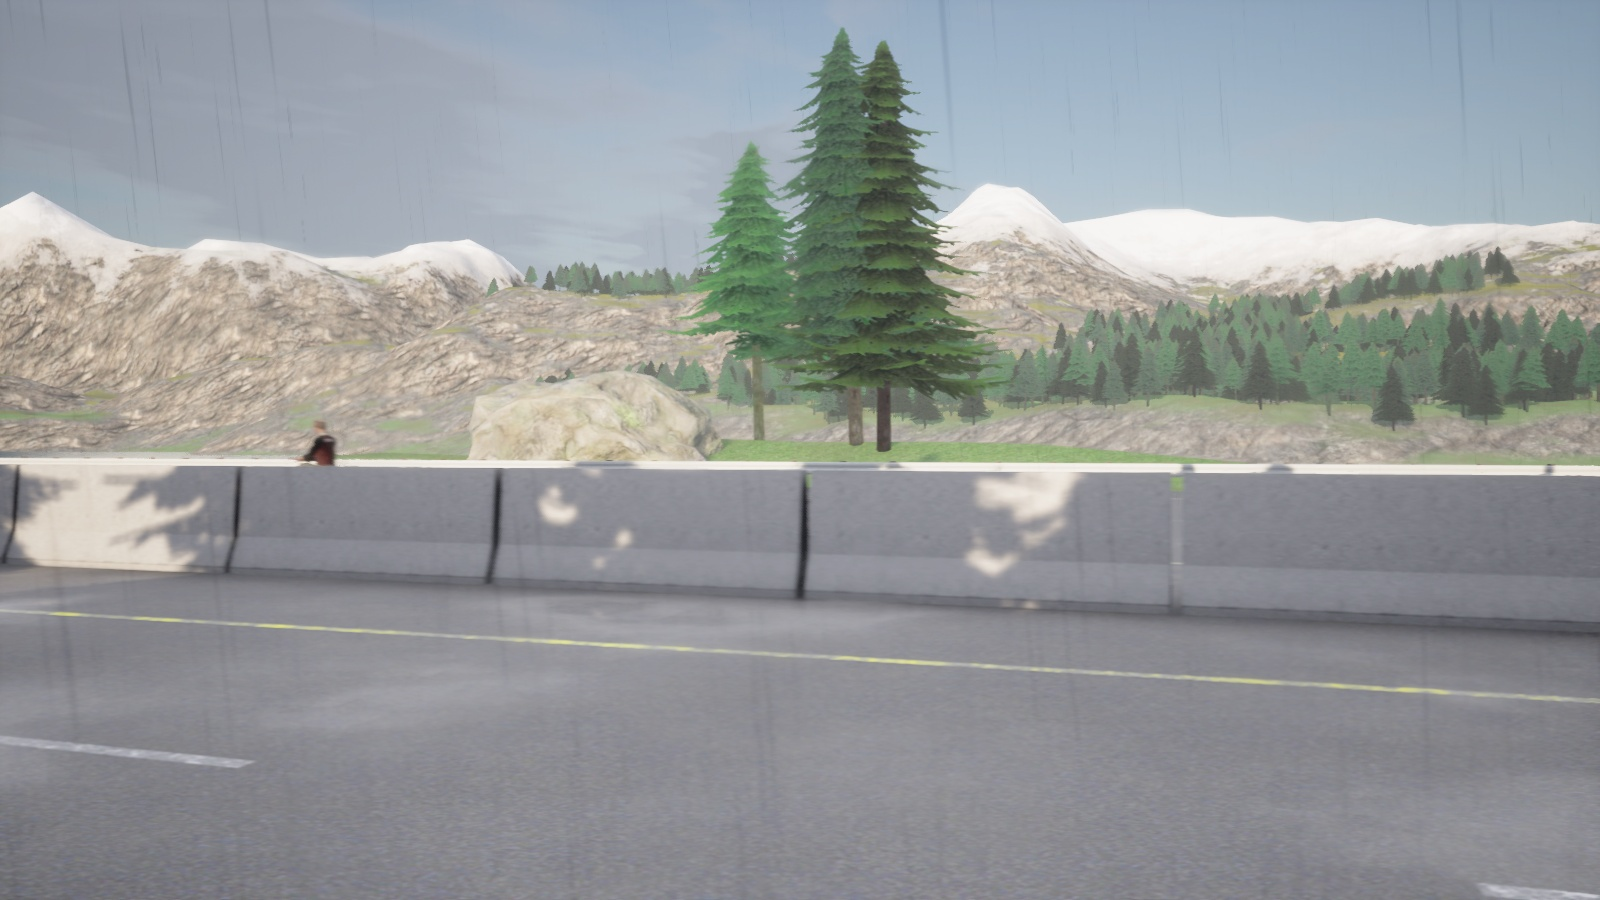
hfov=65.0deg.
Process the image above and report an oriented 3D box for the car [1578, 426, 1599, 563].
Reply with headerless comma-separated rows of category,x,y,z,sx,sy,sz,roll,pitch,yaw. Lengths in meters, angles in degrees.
car,11.315,0.540,14.154,3.988,1.617,1.851,1,1,19
